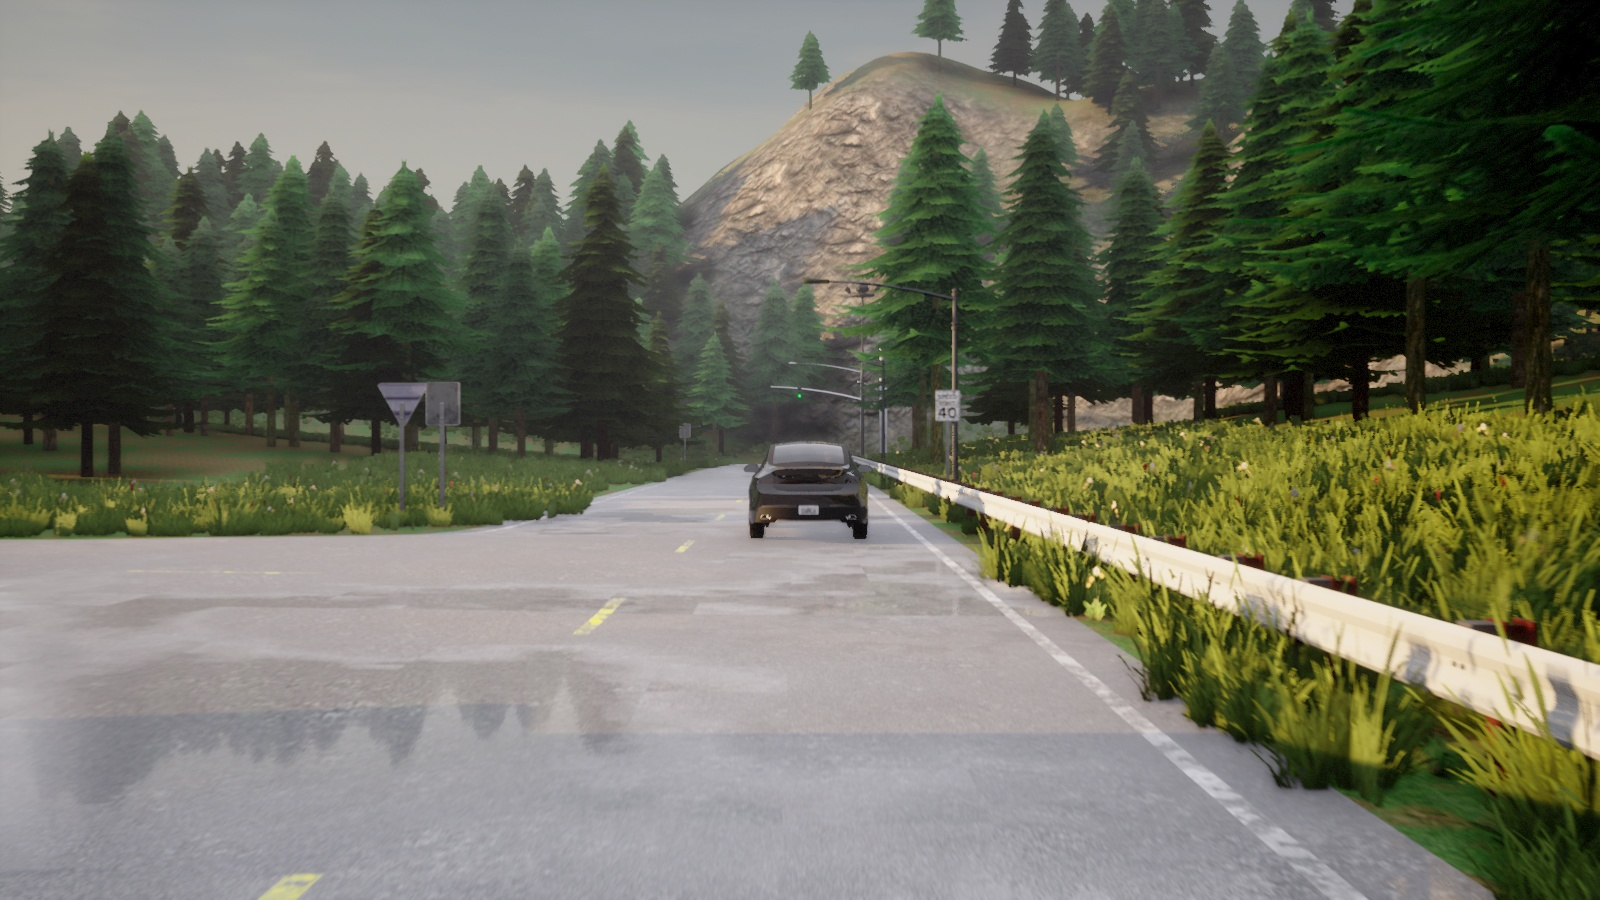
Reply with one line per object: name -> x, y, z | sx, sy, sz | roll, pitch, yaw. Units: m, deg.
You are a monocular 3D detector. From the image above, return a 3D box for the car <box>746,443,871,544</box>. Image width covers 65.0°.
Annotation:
car -> 0.136, 0.623, 20.987 | 1.837, 1.490, 4.892 | 0, 0, 0
